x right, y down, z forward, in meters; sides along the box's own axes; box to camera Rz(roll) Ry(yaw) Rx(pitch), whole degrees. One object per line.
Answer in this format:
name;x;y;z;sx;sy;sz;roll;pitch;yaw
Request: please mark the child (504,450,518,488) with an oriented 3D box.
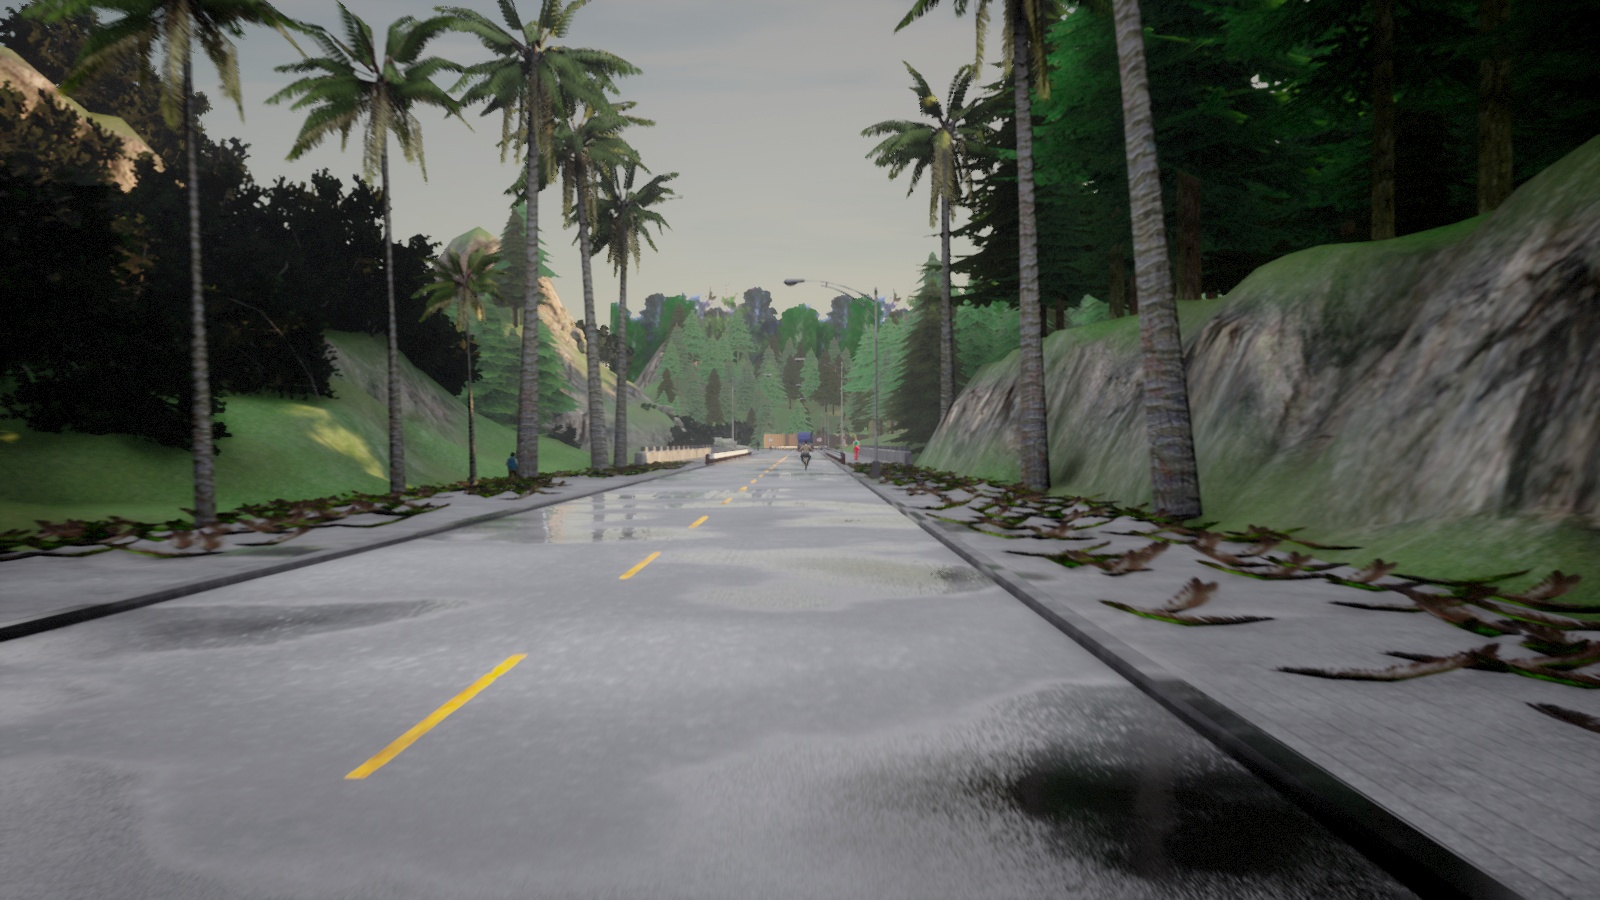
child;-9.045;0.590;39.297;0.343;1.192;0.448;0;0;1
